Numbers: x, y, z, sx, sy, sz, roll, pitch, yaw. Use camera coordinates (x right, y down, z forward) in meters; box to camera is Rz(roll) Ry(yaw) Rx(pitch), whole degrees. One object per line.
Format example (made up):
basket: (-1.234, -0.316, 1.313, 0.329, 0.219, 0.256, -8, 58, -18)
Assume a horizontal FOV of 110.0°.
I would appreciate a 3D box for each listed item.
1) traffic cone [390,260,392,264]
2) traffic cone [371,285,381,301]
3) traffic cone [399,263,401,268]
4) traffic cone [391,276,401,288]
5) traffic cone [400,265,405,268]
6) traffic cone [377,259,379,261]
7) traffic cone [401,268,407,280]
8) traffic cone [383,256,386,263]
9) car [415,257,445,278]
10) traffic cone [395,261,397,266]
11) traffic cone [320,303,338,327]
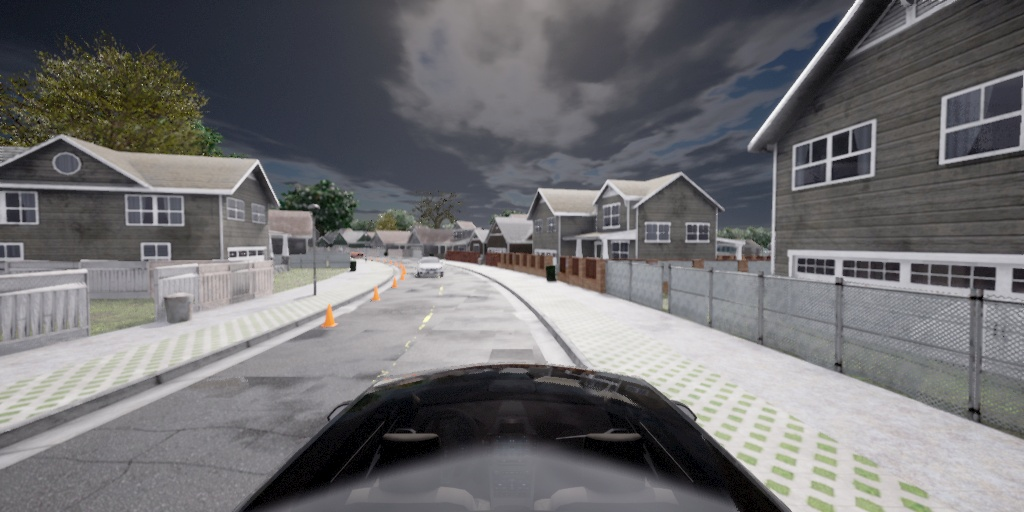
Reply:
traffic cone: (-15.822, 0.755, 46.829, 0.340, 0.580, 0.340, 0, 0, -27)
traffic cone: (-5.464, 1.477, 14.413, 0.340, 0.580, 0.340, 0, 0, -8)
traffic cone: (-10.084, 1.101, 33.365, 0.340, 0.580, 0.340, 0, 0, -19)
traffic cone: (-6.286, 1.392, 19.228, 0.340, 0.580, 0.340, 0, 0, -11)
traffic cone: (-8.598, 1.204, 28.713, 0.340, 0.580, 0.340, 0, 0, -16)
traffic cone: (-20.671, 0.518, 55.302, 0.340, 0.580, 0.340, 0, 0, -32)
traffic cone: (-7.331, 1.302, 23.997, 0.340, 0.580, 0.340, 0, 0, -14)
traffic cone: (-18.147, 0.634, 51.123, 0.340, 0.580, 0.340, 0, 0, -30)
car: (-6.211, 0.800, 27.150, 1.812, 1.442, 4.674, -1, 1, -16)
traffic cone: (-13.701, 0.875, 42.432, 0.340, 0.580, 0.340, 0, 0, -24)
traffic cone: (-4.869, 1.562, 9.566, 0.340, 0.580, 0.340, 0, 0, -6)
